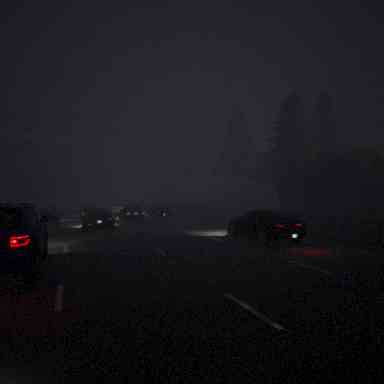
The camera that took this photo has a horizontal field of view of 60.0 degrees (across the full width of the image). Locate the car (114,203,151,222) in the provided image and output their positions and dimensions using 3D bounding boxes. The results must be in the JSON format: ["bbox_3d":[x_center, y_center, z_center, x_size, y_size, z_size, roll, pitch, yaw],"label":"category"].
[{"bbox_3d":[-5.555,1.901,30.315,2.033,1.411,5.357,-1,-1,-20],"label":"car"}]

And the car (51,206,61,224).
[{"bbox_3d":[-12.251,1.944,28.262,1.812,1.442,4.674,-1,-1,-20],"label":"car"}]

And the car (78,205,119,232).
[{"bbox_3d":[-6.351,1.825,22.233,1.994,1.385,4.181,-1,-1,-20],"label":"car"}]

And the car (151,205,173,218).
[{"bbox_3d":[-3.494,1.985,34.924,1.895,1.301,4.718,-1,-1,-20],"label":"car"}]

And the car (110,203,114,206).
[{"bbox_3d":[-9.294,2.063,40.677,1.812,1.442,4.674,-1,-1,-20],"label":"car"}]

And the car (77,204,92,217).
[{"bbox_3d":[-11.579,2.043,36.699,1.812,1.442,4.674,-1,-1,-20],"label":"car"}]

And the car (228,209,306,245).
[{"bbox_3d":[3.372,1.570,15.919,1.837,1.490,4.892,-1,-1,-20],"label":"car"}]

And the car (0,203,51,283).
[{"bbox_3d":[-5.576,1.342,9.782,2.150,2.045,5.566,-1,-1,-20],"label":"car"}]
